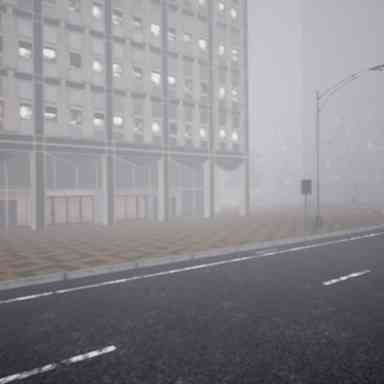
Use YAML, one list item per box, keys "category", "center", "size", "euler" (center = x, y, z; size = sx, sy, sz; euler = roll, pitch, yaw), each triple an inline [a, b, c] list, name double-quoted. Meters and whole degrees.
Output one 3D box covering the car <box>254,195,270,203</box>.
- category: "car"
  center: [13.042, 1.282, 62.139]
  size: [1.882, 1.535, 5.008]
  euler: [-1, 0, -8]
